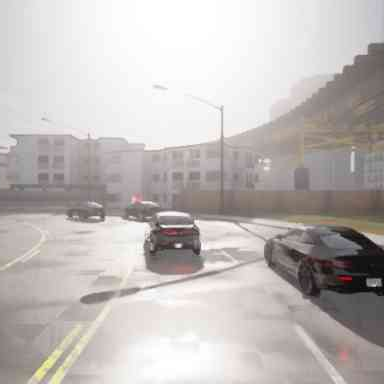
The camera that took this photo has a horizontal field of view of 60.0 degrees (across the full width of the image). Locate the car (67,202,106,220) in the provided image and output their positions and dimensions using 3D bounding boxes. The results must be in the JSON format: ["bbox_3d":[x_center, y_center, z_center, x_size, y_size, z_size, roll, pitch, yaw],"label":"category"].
[{"bbox_3d":[-9.163,1.595,28.842,1.812,1.442,4.674,0,0,-43],"label":"car"}]

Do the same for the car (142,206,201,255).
[{"bbox_3d":[-0.902,1.538,13.526,1.837,1.490,4.892,1,0,-11],"label":"car"}]

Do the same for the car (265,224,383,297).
[{"bbox_3d":[3.293,1.547,8.581,1.812,1.442,4.674,0,0,-4],"label":"car"}]

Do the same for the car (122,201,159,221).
[{"bbox_3d":[-4.286,1.573,28.528,1.837,1.490,4.892,1,-1,-37],"label":"car"}]
